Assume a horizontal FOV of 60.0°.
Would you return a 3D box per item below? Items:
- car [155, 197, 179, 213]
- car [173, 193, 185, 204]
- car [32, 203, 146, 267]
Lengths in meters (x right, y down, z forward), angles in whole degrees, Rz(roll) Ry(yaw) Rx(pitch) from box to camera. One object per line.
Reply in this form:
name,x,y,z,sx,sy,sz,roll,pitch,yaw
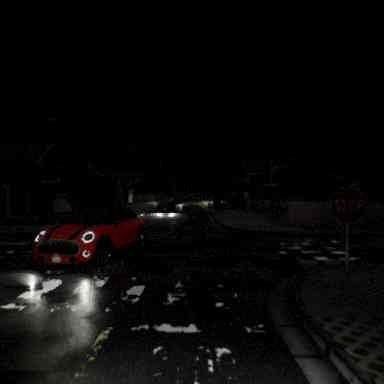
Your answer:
car,-2.747,1.549,35.505,1.994,1.385,4.181,0,1,0
car,-2.745,1.447,59.125,1.837,1.490,4.892,0,1,0
car,-3.274,1.292,11.454,2.097,1.767,4.553,-1,0,13
